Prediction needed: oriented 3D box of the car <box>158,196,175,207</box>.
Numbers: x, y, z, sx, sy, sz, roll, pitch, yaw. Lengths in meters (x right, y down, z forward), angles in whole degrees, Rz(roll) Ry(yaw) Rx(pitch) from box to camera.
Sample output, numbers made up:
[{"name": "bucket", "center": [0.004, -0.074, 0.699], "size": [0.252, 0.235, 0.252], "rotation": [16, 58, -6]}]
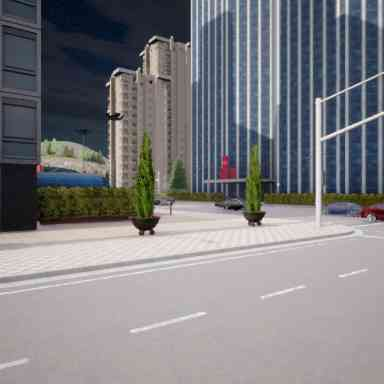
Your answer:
[{"name": "car", "center": [-4.733, 1.491, 50.696], "size": [2.128, 1.511, 4.902], "rotation": [0, 0, -36]}]

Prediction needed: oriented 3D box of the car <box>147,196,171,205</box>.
[{"name": "car", "center": [-5.795, 1.477, 58.201], "size": [1.882, 1.535, 5.008], "rotation": [0, 0, -35]}]

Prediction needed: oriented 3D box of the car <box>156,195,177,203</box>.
[{"name": "car", "center": [-5.345, 1.498, 69.719], "size": [2.128, 1.511, 4.902], "rotation": [0, 0, -36]}]

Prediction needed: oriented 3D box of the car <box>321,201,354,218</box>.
[{"name": "car", "center": [14.103, 1.564, 30.639], "size": [1.994, 1.385, 4.181], "rotation": [0, 0, -36]}]

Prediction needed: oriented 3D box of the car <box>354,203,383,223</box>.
[{"name": "car", "center": [14.773, 1.477, 23.807], "size": [1.882, 1.535, 5.008], "rotation": [0, 0, -36]}]

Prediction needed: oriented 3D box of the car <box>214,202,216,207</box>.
[{"name": "car", "center": [5.047, 1.601, 43.126], "size": [1.895, 1.301, 4.718], "rotation": [0, 0, -36]}]

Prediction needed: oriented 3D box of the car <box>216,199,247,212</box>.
[{"name": "car", "center": [5.311, 1.490, 36.792], "size": [2.128, 1.511, 4.902], "rotation": [0, 0, -36]}]
